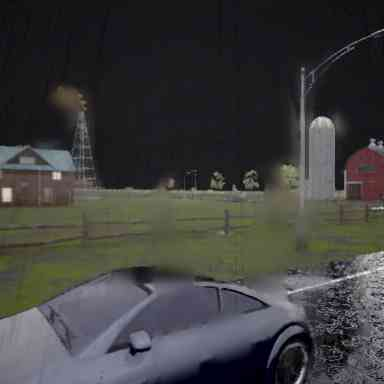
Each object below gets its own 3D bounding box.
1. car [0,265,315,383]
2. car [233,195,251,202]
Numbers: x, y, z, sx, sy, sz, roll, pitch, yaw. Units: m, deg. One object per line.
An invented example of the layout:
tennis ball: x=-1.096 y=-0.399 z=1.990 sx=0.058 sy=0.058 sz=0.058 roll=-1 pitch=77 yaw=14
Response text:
car: x=-0.585 y=1.577 z=3.573 sx=4.181 sy=1.385 sz=1.994 roll=1 pitch=0 yaw=-35
car: x=11.109 y=1.431 z=74.476 sx=1.837 sy=1.490 sz=4.892 roll=0 pitch=1 yaw=-36
